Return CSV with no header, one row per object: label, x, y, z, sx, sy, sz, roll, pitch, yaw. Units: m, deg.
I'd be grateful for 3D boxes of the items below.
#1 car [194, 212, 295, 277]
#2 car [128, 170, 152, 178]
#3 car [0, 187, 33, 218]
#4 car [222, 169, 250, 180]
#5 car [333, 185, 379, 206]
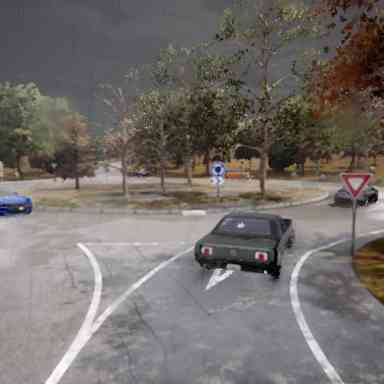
car,1.733,1.200,9.284,1.895,1.301,4.718,2,5,22
car,-9.644,-3.304,61.026,4.718,1.301,1.895,4,7,40
car,-10.810,0.448,17.965,5.008,1.535,1.882,3,7,28
car,6.864,-2.836,52.925,4.553,1.767,2.097,3,6,30
car,11.281,0.062,22.743,1.994,1.385,4.181,5,8,41
